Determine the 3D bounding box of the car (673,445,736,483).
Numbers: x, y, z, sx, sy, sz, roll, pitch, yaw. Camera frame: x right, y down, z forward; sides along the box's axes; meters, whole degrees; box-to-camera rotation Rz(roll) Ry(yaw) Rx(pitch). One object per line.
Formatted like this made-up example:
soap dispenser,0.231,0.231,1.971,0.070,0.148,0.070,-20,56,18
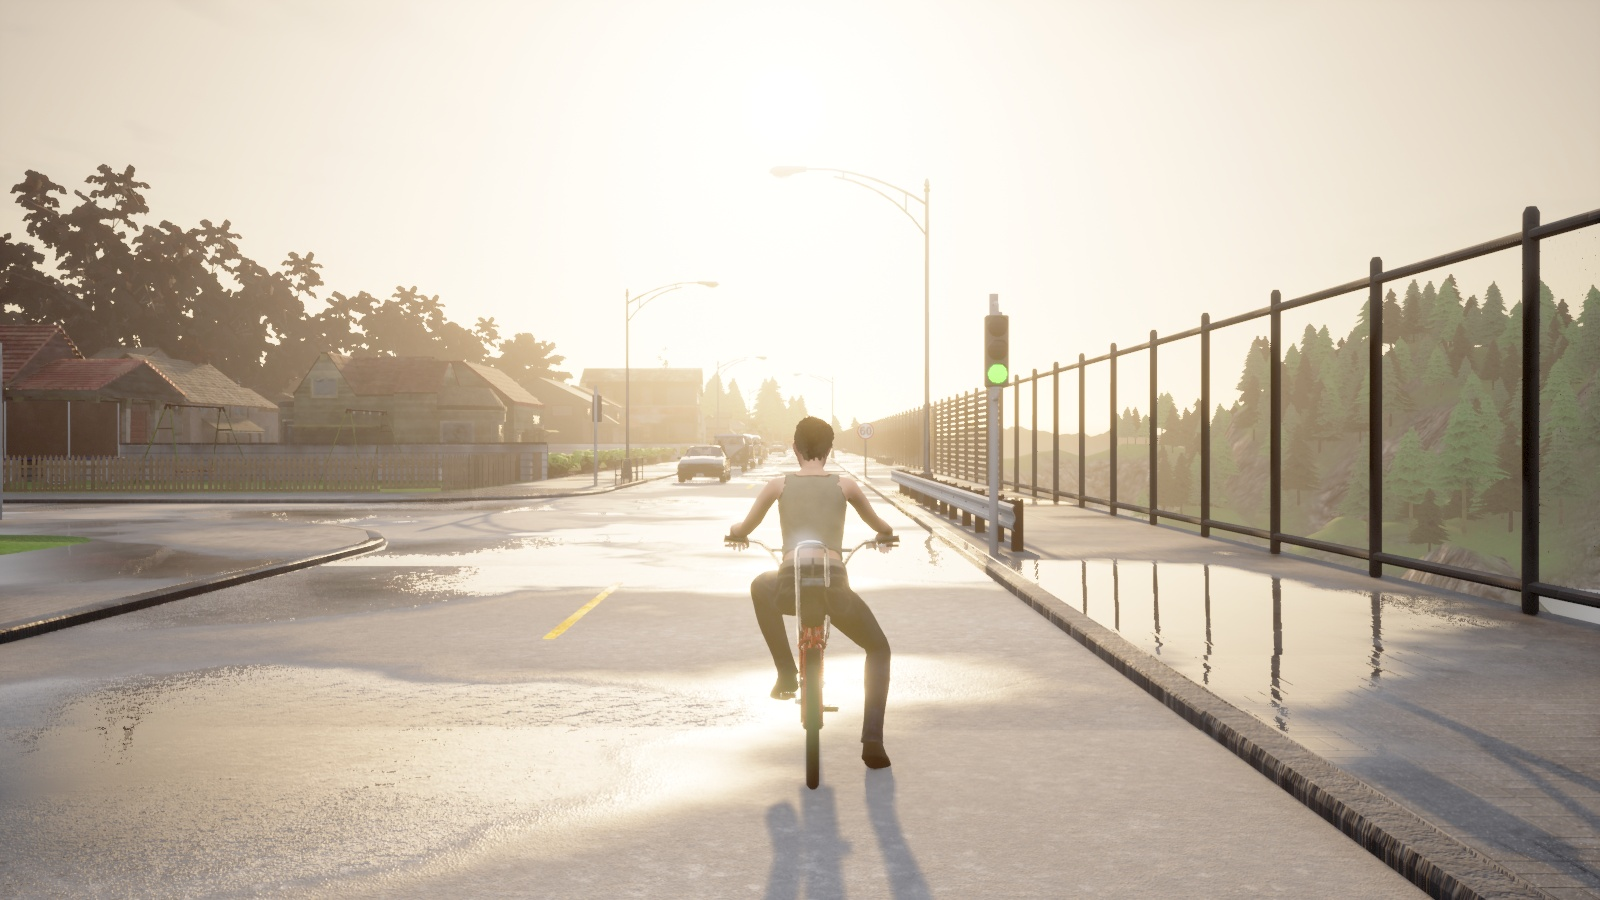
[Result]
car,-3.690,0.513,49.200,2.033,1.411,5.357,0,0,0

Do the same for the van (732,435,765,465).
van,-3.477,-0.016,85.670,2.069,2.038,4.480,0,0,0

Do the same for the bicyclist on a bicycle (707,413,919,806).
bicyclist on a bicycle,0.056,0.650,5.898,0.866,1.612,1.509,0,0,0

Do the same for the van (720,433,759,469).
van,-3.543,0.049,73.999,2.069,2.038,4.480,0,0,0

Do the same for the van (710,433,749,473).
van,-3.597,0.131,64.813,1.775,1.987,4.442,0,0,0
